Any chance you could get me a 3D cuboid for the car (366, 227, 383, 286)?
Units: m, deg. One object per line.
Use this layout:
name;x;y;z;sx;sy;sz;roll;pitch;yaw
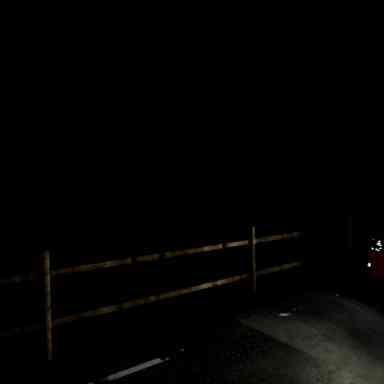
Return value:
car;6.185;0.969;7.447;5.566;2.045;2.150;-2;1;-35
